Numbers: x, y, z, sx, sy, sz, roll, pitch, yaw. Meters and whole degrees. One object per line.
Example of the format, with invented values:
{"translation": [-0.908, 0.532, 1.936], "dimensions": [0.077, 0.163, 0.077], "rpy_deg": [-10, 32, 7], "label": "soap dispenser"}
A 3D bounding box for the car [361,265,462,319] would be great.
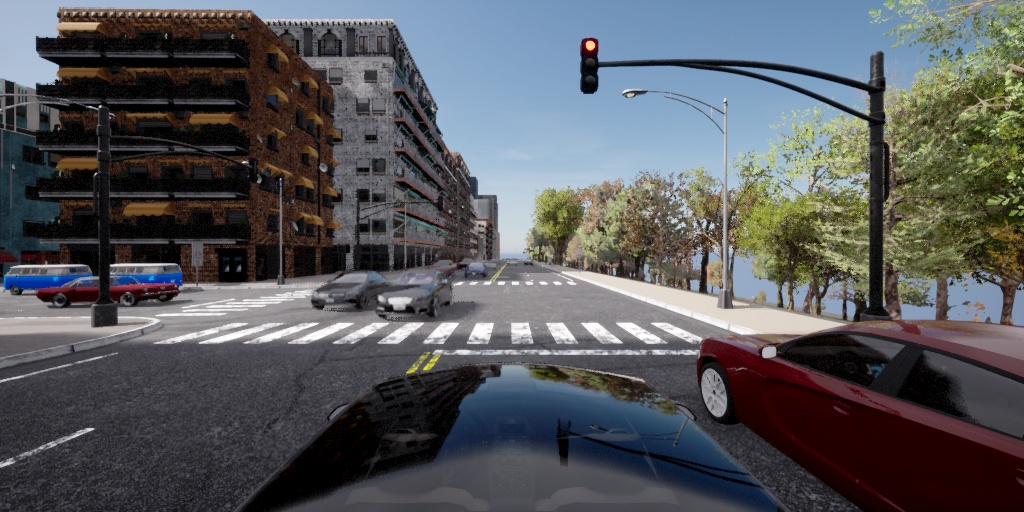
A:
{"translation": [-3.355, 1.277, 13.128], "dimensions": [2.128, 1.511, 4.902], "rpy_deg": [-1, 0, 0], "label": "car"}

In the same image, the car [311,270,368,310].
{"translation": [-6.598, 1.348, 15.290], "dimensions": [1.812, 1.442, 4.674], "rpy_deg": [-1, 0, 0], "label": "car"}

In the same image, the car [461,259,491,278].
{"translation": [-3.328, 1.279, 34.168], "dimensions": [1.812, 1.442, 4.674], "rpy_deg": [0, 0, 1], "label": "car"}

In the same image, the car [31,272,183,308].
{"translation": [-18.085, 1.573, 16.288], "dimensions": [4.718, 1.301, 1.895], "rpy_deg": [-1, 0, -1], "label": "car"}

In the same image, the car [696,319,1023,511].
{"translation": [3.350, 1.228, 2.718], "dimensions": [1.882, 1.535, 5.008], "rpy_deg": [0, 0, 0], "label": "car"}

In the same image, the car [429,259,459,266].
{"translation": [-6.570, 1.106, 33.388], "dimensions": [2.097, 1.767, 4.553], "rpy_deg": [0, 0, 0], "label": "car"}

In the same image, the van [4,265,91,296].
{"translation": [-28.302, 1.425, 21.953], "dimensions": [3.998, 1.789, 1.690], "rpy_deg": [0, 0, -1], "label": "van"}

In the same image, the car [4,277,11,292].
{"translation": [-22.621, 1.624, 13.678], "dimensions": [4.207, 1.307, 1.802], "rpy_deg": [0, 0, -1], "label": "car"}

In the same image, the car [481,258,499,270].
{"translation": [-3.300, 1.362, 51.727], "dimensions": [1.895, 1.301, 4.718], "rpy_deg": [0, 0, 0], "label": "car"}

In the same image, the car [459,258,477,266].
{"translation": [-6.550, 1.113, 50.624], "dimensions": [2.097, 1.767, 4.553], "rpy_deg": [0, 0, 0], "label": "car"}

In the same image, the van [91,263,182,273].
{"translation": [-22.701, 1.351, 22.024], "dimensions": [3.998, 1.789, 1.690], "rpy_deg": [0, 0, -1], "label": "van"}
